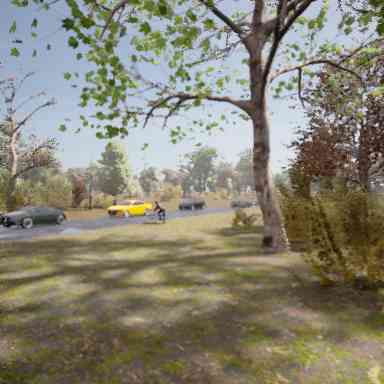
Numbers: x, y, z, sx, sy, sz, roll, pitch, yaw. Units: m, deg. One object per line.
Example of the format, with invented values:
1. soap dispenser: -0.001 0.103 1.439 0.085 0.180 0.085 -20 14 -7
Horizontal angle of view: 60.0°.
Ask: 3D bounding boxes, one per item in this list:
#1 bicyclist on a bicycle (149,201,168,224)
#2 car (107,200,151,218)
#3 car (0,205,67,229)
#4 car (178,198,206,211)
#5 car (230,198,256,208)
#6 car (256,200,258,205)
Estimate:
1. bicyclist on a bicycle: -2.423 1.481 23.842 1.656 1.620 0.582 0 0 28
2. car: -5.809 1.525 31.078 1.882 1.535 5.008 0 0 28
3. car: -10.469 1.594 22.146 1.994 1.385 4.181 0 0 27
4. car: 0.041 1.545 42.260 1.882 1.535 5.008 0 0 28
5. car: 7.310 1.621 49.326 2.033 1.411 5.357 0 0 28
6. car: 12.800 1.652 59.858 1.994 1.385 4.181 0 0 28
